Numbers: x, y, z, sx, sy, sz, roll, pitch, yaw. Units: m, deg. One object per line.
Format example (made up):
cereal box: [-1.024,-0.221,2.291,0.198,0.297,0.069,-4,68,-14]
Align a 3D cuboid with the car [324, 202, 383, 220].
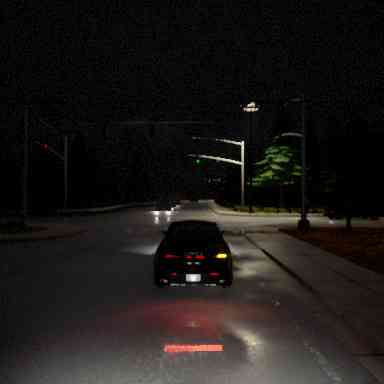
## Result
car: [14.244,1.638,29.358,5.008,1.535,1.882,0,0,1]

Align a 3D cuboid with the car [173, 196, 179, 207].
car: [-3.665,1.795,54.581,2.033,1.411,5.357,0,0,0]

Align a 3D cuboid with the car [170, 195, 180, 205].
car: [-3.534,1.517,65.214,2.150,2.045,5.566,0,0,1]

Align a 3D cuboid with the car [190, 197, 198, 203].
car: [0.517,1.914,82.599,2.033,1.411,5.357,0,0,2]

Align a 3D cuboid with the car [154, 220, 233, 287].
car: [0.043,1.547,9.426,1.837,1.490,4.892,0,0,0]

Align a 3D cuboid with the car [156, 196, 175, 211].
car: [-3.665,1.705,44.134,1.837,1.490,4.892,0,0,0]
